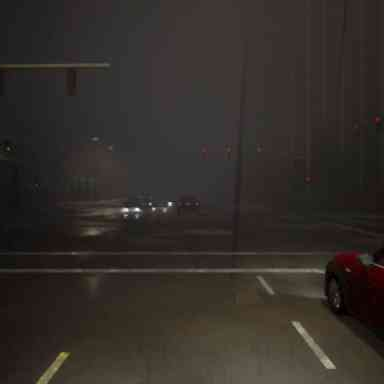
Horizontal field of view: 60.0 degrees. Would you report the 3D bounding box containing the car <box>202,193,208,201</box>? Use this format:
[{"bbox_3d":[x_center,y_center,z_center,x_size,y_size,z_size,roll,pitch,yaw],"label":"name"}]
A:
[{"bbox_3d":[2.477,1.095,70.925,1.812,1.442,4.674,0,0,-1],"label":"car"}]

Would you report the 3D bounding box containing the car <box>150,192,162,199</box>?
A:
[{"bbox_3d":[-8.076,0.821,75.061,2.033,1.411,5.357,0,0,-1],"label":"car"}]

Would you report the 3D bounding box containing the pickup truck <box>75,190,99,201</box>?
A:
[{"bbox_3d":[-21.078,0.665,65.490,2.390,2.098,6.274,0,0,30],"label":"pickup truck"}]

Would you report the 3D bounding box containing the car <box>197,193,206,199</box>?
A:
[{"bbox_3d":[2.349,0.965,81.143,2.033,1.411,5.357,0,0,-1],"label":"car"}]

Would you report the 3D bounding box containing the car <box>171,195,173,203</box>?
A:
[{"bbox_3d":[-4.438,1.129,60.555,2.128,1.511,4.902,0,0,0],"label":"car"}]

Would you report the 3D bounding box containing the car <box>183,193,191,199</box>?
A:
[{"bbox_3d":[-1.152,1.020,81.131,1.895,1.301,4.718,0,0,-1],"label":"car"}]

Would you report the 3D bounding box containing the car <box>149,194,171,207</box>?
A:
[{"bbox_3d":[-4.268,1.258,44.738,1.812,1.442,4.674,0,0,0],"label":"car"}]

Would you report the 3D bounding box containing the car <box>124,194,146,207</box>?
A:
[{"bbox_3d":[-7.764,1.335,44.291,1.895,1.301,4.718,0,0,0],"label":"car"}]

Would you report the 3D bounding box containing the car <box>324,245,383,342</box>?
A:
[{"bbox_3d":[3.575,1.324,4.574,2.097,1.767,4.553,0,0,0],"label":"car"}]

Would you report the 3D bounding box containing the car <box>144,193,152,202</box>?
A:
[{"bbox_3d":[-7.925,0.999,58.949,2.097,1.767,4.553,0,0,0],"label":"car"}]

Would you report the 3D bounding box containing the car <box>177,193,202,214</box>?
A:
[{"bbox_3d":[-0.400,1.158,32.330,2.097,1.767,4.553,0,0,-1],"label":"car"}]

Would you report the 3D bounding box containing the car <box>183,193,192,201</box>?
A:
[{"bbox_3d":[-1.022,1.048,70.851,1.882,1.535,5.008,0,0,-1],"label":"car"}]
